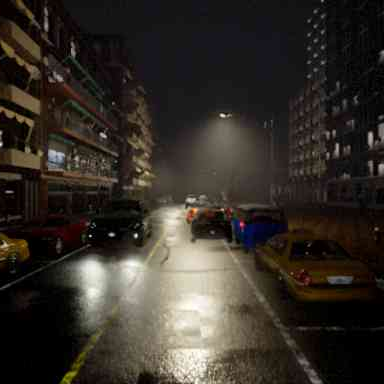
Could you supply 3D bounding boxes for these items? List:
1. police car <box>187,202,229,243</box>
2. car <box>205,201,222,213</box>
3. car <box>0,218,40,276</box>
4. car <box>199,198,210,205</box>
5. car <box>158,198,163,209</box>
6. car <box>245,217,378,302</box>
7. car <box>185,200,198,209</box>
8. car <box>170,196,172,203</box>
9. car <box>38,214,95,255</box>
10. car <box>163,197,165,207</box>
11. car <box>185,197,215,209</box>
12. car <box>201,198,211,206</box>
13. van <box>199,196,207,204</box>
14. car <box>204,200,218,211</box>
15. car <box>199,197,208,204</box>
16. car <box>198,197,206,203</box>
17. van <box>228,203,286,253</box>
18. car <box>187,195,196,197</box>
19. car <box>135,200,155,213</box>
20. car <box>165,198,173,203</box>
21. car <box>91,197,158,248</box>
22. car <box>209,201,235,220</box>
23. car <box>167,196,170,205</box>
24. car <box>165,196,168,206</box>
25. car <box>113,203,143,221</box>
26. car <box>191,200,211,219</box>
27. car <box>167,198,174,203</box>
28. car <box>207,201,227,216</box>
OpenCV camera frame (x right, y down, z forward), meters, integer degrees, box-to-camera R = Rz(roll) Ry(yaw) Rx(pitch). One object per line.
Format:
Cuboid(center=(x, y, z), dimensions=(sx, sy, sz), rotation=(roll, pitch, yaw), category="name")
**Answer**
Cuboid(center=(0.875, 1.523, 16.791), dimensions=(1.930, 1.638, 5.238), rotation=(0, 0, 0), category="police car")
Cuboid(center=(2.622, 1.836, 41.318), dimensions=(1.802, 1.307, 4.206), rotation=(0, 0, 0), category="car")
Cuboid(center=(-5.707, 1.572, 7.976), dimensions=(1.752, 1.417, 4.829), rotation=(0, 0, 0), category="car")
Cuboid(center=(2.580, 2.011, 68.950), dimensions=(1.947, 1.339, 4.313), rotation=(0, 0, 0), category="car")
Cuboid(center=(-5.768, 1.606, 46.833), dimensions=(2.192, 1.841, 5.009), rotation=(0, 0, 0), category="car")
Cuboid(center=(2.673, 1.573, 8.329), dimensions=(1.752, 1.417, 4.829), rotation=(0, 0, 0), category="car")
Cuboid(center=(-0.076, 1.920, 51.089), dimensions=(1.895, 1.301, 4.718), rotation=(0, 0, 0), category="car")
Cuboid(center=(-5.800, 2.011, 68.937), dimensions=(1.947, 1.339, 4.313), rotation=(0, 0, 0), category="car")
Cuboid(center=(-5.715, 1.624, 13.672), dimensions=(1.887, 1.381, 4.507), rotation=(0, 0, 0), category="car")
Cuboid(center=(-5.774, 1.879, 52.358), dimensions=(2.008, 1.369, 4.403), rotation=(0, 0, 0), category="car")
Cuboid(center=(0.721, 1.512, 26.694), dimensions=(2.097, 1.767, 4.553), rotation=(0, 0, 3), category="car")
Cuboid(center=(2.588, 1.932, 63.593), dimensions=(1.752, 1.417, 4.829), rotation=(0, 0, 0), category="car")
Cuboid(center=(2.562, 1.868, 80.005), dimensions=(1.690, 1.788, 3.998), rotation=(0, 0, 0), category="van")
Cuboid(center=(2.614, 1.873, 46.844), dimensions=(1.802, 1.307, 4.206), rotation=(0, 0, 0), category="car")
Cuboid(center=(2.571, 1.926, 74.477), dimensions=(1.967, 1.590, 4.097), rotation=(0, 0, 0), category="car")
Cuboid(center=(2.554, 2.095, 85.699), dimensions=(1.752, 1.417, 4.829), rotation=(0, 0, 0), category="car")
Cuboid(center=(2.664, 1.420, 13.685), dimensions=(1.690, 1.788, 3.998), rotation=(0, 0, 0), category="van")
Cuboid(center=(-0.100, 1.670, 66.177), dimensions=(2.150, 2.045, 5.566), rotation=(0, 0, 0), category="car")
Cuboid(center=(-5.758, 1.779, 41.136), dimensions=(1.752, 1.417, 4.829), rotation=(0, 0, 0), category="car")
Cuboid(center=(-5.825, 2.151, 85.516), dimensions=(1.802, 1.307, 4.206), rotation=(0, 0, 0), category="car")
Cuboid(center=(-3.125, 1.313, 15.694), dimensions=(2.150, 2.045, 5.566), rotation=(0, 0, 0), category="car")
Cuboid(center=(2.639, 1.623, 30.265), dimensions=(1.967, 1.590, 4.097), rotation=(0, 0, 0), category="car")
Cuboid(center=(-5.792, 1.846, 63.411), dimensions=(1.967, 1.590, 4.097), rotation=(0, 0, 0), category="car")
Cuboid(center=(-5.783, 1.917, 57.885), dimensions=(2.008, 1.369, 4.403), rotation=(0, 0, 0), category="car")
Cuboid(center=(-5.741, 1.727, 30.252), dimensions=(1.887, 1.381, 4.507), rotation=(0, 0, 0), category="car")
Cuboid(center=(0.837, 1.656, 32.873), dimensions=(1.801, 1.575, 5.366), rotation=(0, 0, 0), category="car")
Cuboid(center=(-5.834, 2.193, 91.042), dimensions=(1.802, 1.307, 4.206), rotation=(0, 0, 0), category="car")
Cuboid(center=(2.630, 1.745, 35.961), dimensions=(1.752, 1.417, 4.829), rotation=(0, 0, 0), category="car")
